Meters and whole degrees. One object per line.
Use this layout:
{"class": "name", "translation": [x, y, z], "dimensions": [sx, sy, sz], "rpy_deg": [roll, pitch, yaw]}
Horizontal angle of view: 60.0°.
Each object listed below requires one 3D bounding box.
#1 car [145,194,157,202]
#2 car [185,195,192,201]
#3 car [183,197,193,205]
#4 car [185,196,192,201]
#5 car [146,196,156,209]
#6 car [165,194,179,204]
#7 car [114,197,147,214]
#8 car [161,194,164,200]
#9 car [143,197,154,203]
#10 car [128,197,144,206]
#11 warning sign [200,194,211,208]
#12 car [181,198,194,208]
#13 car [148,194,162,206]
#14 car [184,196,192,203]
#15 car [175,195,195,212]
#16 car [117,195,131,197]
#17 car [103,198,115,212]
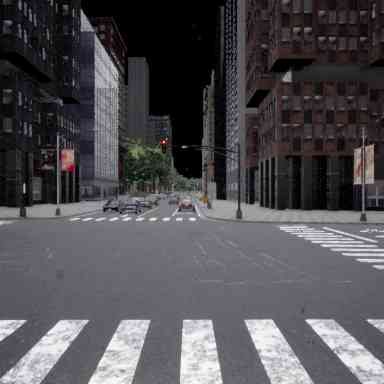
{"class": "car", "translation": [-9.363, 1.417, 76.926], "dimensions": [2.192, 1.841, 5.009], "rpy_deg": [0, 0, 0]}
{"class": "car", "translation": [-0.905, 1.574, 87.819], "dimensions": [1.967, 1.590, 4.097], "rpy_deg": [0, 0, 0]}
{"class": "car", "translation": [-0.735, 1.603, 60.694], "dimensions": [1.887, 1.381, 4.507], "rpy_deg": [0, 0, 0]}
{"class": "car", "translation": [-0.940, 1.695, 93.243], "dimensions": [1.887, 1.381, 4.507], "rpy_deg": [0, 0, 0]}
{"class": "car", "translation": [-6.506, 1.586, 45.378], "dimensions": [1.994, 1.385, 4.181], "rpy_deg": [0, 0, -1]}
{"class": "car", "translation": [-3.424, 1.613, 63.494], "dimensions": [2.033, 1.411, 5.357], "rpy_deg": [0, 0, -1]}
{"class": "car", "translation": [-6.446, 1.548, 35.423], "dimensions": [2.033, 1.411, 5.357], "rpy_deg": [0, 0, -1]}
{"class": "car", "translation": [-9.431, 1.449, 87.777], "dimensions": [2.192, 1.841, 5.009], "rpy_deg": [0, 0, 0]}
{"class": "car", "translation": [-9.328, 1.668, 71.499], "dimensions": [1.802, 1.307, 4.206], "rpy_deg": [0, 0, 0]}
{"class": "car", "translation": [-9.225, 1.570, 55.051], "dimensions": [1.752, 1.417, 4.829], "rpy_deg": [0, 0, 0]}
{"class": "warning sign", "translation": [1.689, 1.131, 42.679], "dimensions": [1.300, 1.860, 1.060], "rpy_deg": [0, 0, 0]}
{"class": "car", "translation": [-0.667, 1.614, 49.844], "dimensions": [1.802, 1.307, 4.206], "rpy_deg": [0, 0, 0]}
{"class": "car", "translation": [-6.549, 1.551, 55.571], "dimensions": [1.837, 1.490, 4.892], "rpy_deg": [0, 0, 0]}
{"class": "car", "translation": [-0.804, 1.612, 71.714], "dimensions": [1.752, 1.417, 4.829], "rpy_deg": [0, 0, 0]}
{"class": "car", "translation": [-0.599, 1.448, 38.995], "dimensions": [1.967, 1.590, 4.097], "rpy_deg": [0, 0, 0]}
{"class": "car", "translation": [-9.159, 1.335, 44.370], "dimensions": [2.192, 1.841, 5.009], "rpy_deg": [0, 0, 0]}
{"class": "car", "translation": [-9.124, 1.574, 38.944], "dimensions": [1.947, 1.339, 4.313], "rpy_deg": [0, 0, 0]}
